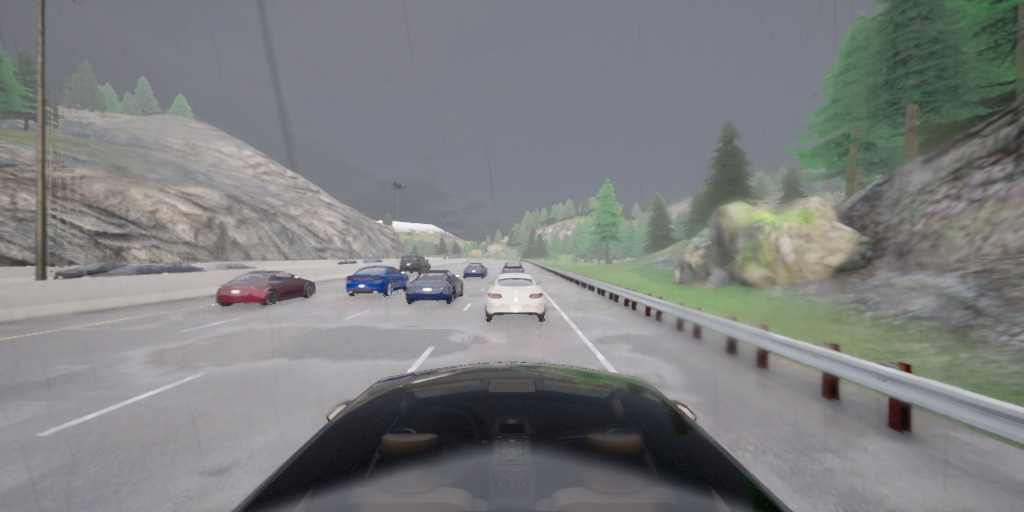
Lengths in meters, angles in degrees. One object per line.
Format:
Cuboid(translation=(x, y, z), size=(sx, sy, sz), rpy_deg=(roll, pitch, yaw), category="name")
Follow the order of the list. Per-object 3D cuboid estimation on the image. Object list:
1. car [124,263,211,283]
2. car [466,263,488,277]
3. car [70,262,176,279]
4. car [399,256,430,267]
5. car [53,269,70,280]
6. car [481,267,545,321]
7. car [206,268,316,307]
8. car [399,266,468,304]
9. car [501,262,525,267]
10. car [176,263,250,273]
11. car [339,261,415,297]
Cuboid(translation=(-28.093, 1.304, 29.558), size=(2.033, 1.411, 5.357), rpy_deg=(0, 0, 0), category="car")
Cuboid(translation=(-3.394, 1.318, 33.832), size=(1.994, 1.385, 4.181), rpy_deg=(0, 0, 0), category="car")
Cuboid(translation=(-24.596, 1.302, 23.583), size=(2.033, 1.411, 5.357), rpy_deg=(0, 0, 0), category="car")
Cuboid(translation=(-10.391, 0.977, 38.634), size=(2.150, 2.045, 5.566), rpy_deg=(0, 0, 0), category="car")
Cuboid(translation=(-31.591, 1.234, 27.578), size=(1.882, 1.535, 5.008), rpy_deg=(0, 0, 0), category="car")
Cuboid(translation=(0.102, 1.277, 12.346), size=(1.812, 1.442, 4.674), rpy_deg=(0, 0, 0), category="car")
Cuboid(translation=(-10.397, 1.317, 15.510), size=(1.994, 1.385, 4.181), rpy_deg=(0, 0, 0), category="car")
Cuboid(translation=(-3.398, 1.316, 16.407), size=(1.994, 1.385, 4.181), rpy_deg=(0, 0, 0), category="car")
Cuboid(translation=(0.104, 1.245, 30.087), size=(2.128, 1.511, 4.902), rpy_deg=(0, 0, 0), category="car")
Cuboid(translation=(-21.095, 1.303, 26.440), size=(2.033, 1.411, 5.357), rpy_deg=(0, 0, 0), category="car")
Cuboid(translation=(-6.896, 1.230, 18.928), size=(1.882, 1.535, 5.008), rpy_deg=(0, 0, 0), category="car")
